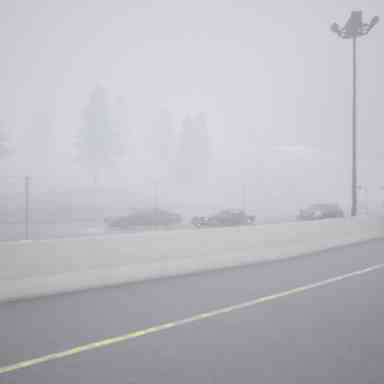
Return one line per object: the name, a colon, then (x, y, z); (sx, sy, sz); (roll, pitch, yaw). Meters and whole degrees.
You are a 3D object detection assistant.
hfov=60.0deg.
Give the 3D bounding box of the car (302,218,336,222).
car: (9.832, 1.620, 25.518); (4.553, 1.767, 2.097); (1, -1, -42)
